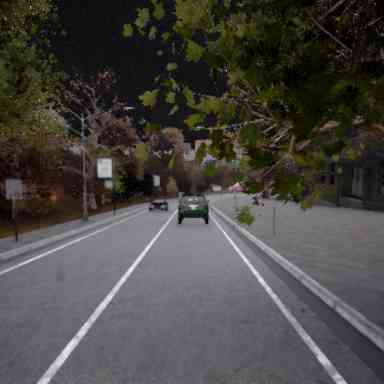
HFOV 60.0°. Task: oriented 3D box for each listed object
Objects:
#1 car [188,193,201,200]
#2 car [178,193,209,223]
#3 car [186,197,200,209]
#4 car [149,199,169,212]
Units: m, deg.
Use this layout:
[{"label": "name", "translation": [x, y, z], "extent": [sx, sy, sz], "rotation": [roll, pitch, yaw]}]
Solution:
[{"label": "car", "translation": [0.659, 1.013, 77.748], "extent": [1.895, 1.301, 4.718], "rotation": [2, 2, 15]}, {"label": "car", "translation": [0.102, 1.171, 24.876], "extent": [2.150, 2.045, 5.566], "rotation": [0, 0, 0]}, {"label": "car", "translation": [0.129, 1.413, 42.884], "extent": [1.812, 1.442, 4.674], "rotation": [0, -1, 0]}, {"label": "car", "translation": [-3.578, 1.491, 36.697], "extent": [1.994, 1.385, 4.181], "rotation": [0, 0, 0]}]
